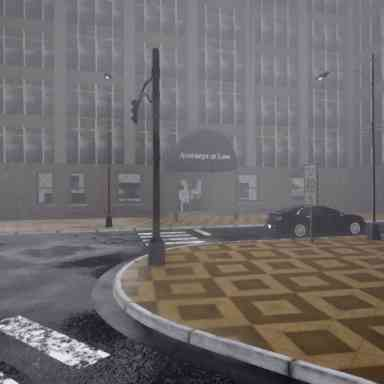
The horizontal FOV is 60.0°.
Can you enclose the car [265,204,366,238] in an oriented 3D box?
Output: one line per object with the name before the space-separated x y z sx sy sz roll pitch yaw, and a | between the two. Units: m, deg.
car | 5.948 1.321 15.996 4.892 1.490 1.837 0 0 -14
